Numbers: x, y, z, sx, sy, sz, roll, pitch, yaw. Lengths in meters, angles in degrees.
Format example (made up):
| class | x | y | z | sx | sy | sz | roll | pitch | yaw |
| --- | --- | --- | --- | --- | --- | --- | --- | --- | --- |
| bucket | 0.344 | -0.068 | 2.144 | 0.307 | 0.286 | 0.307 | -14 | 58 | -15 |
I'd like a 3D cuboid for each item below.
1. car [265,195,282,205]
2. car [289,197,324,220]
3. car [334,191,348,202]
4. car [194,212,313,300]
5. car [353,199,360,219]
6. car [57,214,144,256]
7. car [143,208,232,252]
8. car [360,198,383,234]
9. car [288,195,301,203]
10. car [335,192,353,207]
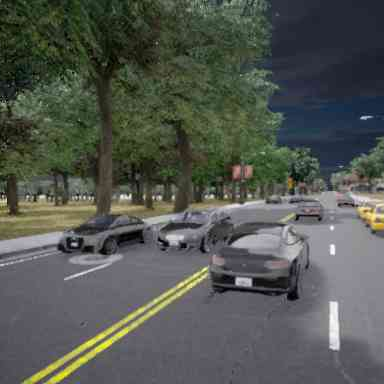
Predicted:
| class | x | y | z | sx | sy | sz | roll | pitch | yaw |
| --- | --- | --- | --- | --- | --- | --- | --- | --- | --- |
| car | 12.599 | 1.170 | 51.333 | 1.882 | 1.535 | 5.008 | -1 | 0 | 23 |
| car | 8.894 | 1.322 | 25.166 | 2.033 | 1.411 | 5.357 | -1 | 0 | 23 |
| car | 26.302 | 0.800 | 58.675 | 2.097 | 1.767 | 4.553 | -1 | 0 | 23 |
| car | 1.835 | 1.471 | 8.271 | 1.812 | 1.442 | 4.674 | -1 | 0 | 23 |
| car | 12.275 | 1.170 | 22.567 | 1.801 | 1.575 | 5.366 | -1 | 0 | 23 |
| car | -3.306 | 1.597 | 13.344 | 1.994 | 1.385 | 4.181 | -1 | 0 | 23 |
| car | 0.314 | 1.454 | 13.580 | 2.128 | 1.511 | 4.902 | -1 | 0 | 23 |
| car | 9.962 | 1.225 | 17.030 | 1.801 | 1.575 | 5.366 | -1 | 0 | 23 |
| car | 15.933 | 1.179 | 50.866 | 2.033 | 1.411 | 5.357 | -1 | 0 | 23 |
| car | 18.848 | 1.124 | 40.813 | 2.033 | 1.411 | 5.357 | -1 | 0 | 23 |
